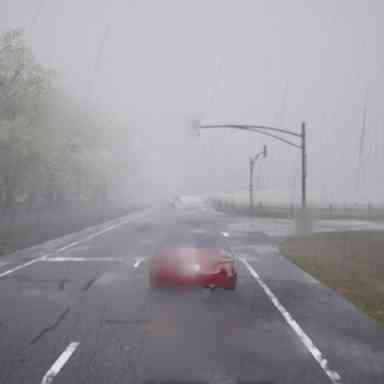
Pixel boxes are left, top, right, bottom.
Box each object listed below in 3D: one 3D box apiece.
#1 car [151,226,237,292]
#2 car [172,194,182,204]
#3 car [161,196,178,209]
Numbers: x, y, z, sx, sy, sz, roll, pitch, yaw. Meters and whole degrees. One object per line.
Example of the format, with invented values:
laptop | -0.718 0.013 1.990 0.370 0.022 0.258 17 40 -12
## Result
car | 0.080 1.607 9.112 1.994 1.385 4.181 0 0 2
car | -3.551 1.563 75.528 2.150 2.045 5.566 0 0 0
car | -3.447 1.751 49.453 1.812 1.442 4.674 0 0 0
